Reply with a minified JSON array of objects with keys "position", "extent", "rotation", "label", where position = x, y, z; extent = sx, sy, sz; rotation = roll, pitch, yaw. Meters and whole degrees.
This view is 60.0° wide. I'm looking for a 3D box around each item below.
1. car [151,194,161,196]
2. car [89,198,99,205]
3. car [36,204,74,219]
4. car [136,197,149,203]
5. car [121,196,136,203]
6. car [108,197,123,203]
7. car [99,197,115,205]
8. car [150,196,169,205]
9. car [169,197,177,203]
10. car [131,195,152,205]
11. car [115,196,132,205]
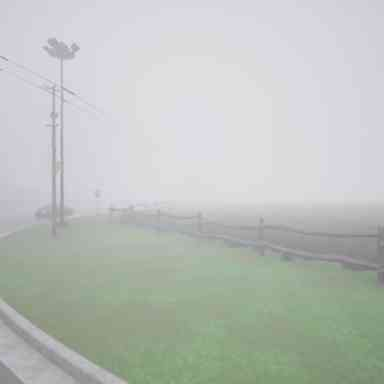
[{"position":[-8.445,1.508,79.721],"extent":[2.150,2.045,5.566],"rotation":[0,0,10],"label":"car"},{"position":[-20.489,1.976,71.778],"extent":[1.812,1.442,4.674],"rotation":[0,0,10],"label":"car"},{"position":[-12.999,1.790,31.840],"extent":[1.994,1.385,4.181],"rotation":[0,0,8],"label":"car"},{"position":[-11.897,1.855,80.292],"extent":[1.994,1.385,4.181],"rotation":[0,0,10],"label":"car"},{"position":[-15.345,1.801,80.894],"extent":[1.882,1.535,5.008],"rotation":[0,0,10],"label":"car"},{"position":[-18.787,1.938,81.525],"extent":[1.895,1.301,4.718],"rotation":[0,0,10],"label":"car"},{"position":[-17.137,1.905,70.629],"extent":[1.882,1.535,5.008],"rotation":[0,0,10],"label":"car"},{"position":[-6.716,1.976,69.263],"extent":[1.895,1.301,4.718],"rotation":[0,0,10],"label":"car"},{"position":[-5.001,1.816,79.088],"extent":[1.994,1.385,4.181],"rotation":[0,0,10],"label":"car"},{"position":[-10.241,1.938,69.425],"extent":[2.033,1.411,5.357],"rotation":[0,0,10],"label":"car"},{"position":[-13.688,1.958,70.027],"extent":[2.033,1.411,5.357],"rotation":[0,0,10],"label":"car"}]
